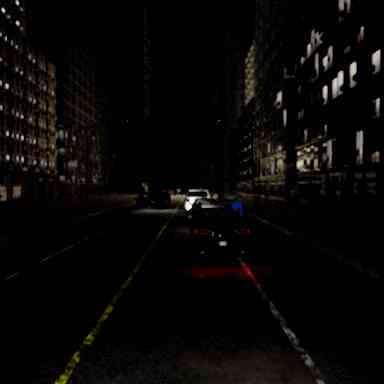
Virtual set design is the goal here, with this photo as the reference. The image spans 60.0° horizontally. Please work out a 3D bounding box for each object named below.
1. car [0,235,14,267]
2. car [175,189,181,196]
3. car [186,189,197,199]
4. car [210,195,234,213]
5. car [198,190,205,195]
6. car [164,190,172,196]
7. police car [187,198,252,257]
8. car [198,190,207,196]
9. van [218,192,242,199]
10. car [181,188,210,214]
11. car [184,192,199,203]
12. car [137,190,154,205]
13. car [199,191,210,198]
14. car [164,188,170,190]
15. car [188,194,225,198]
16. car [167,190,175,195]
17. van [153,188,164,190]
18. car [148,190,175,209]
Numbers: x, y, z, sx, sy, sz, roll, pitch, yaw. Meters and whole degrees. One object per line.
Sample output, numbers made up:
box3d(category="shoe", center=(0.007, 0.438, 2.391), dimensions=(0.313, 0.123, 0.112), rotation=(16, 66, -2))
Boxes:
box3d(category="car", center=(-5.704, 1.407, 7.063), dimensions=(1.752, 1.417, 4.829), rotation=(0, 1, 0))
box3d(category="car", center=(-3.138, 0.127, 77.211), dimensions=(2.128, 1.511, 4.902), rotation=(0, 1, 0))
box3d(category="car", center=(-0.113, 0.305, 63.295), dimensions=(2.097, 1.767, 4.553), rotation=(0, 1, 0))
box3d(category="car", center=(2.635, 1.024, 30.084), dimensions=(1.752, 1.417, 4.829), rotation=(0, 1, 0))
box3d(category="car", center=(2.524, 0.021, 92.255), dimensions=(1.887, 1.381, 4.507), rotation=(0, 1, 0))
box3d(category="car", center=(-5.836, 0.194, 80.736), dimensions=(1.752, 1.417, 4.829), rotation=(0, 1, 0))
box3d(category="police car", center=(0.879, 1.221, 12.088), dimensions=(1.930, 1.638, 5.238), rotation=(0, 1, 0))
box3d(category="car", center=(2.544, 0.207, 80.920), dimensions=(1.887, 1.381, 4.507), rotation=(0, 1, 0))
box3d(category="van", center=(2.645, 0.936, 24.245), dimensions=(1.690, 1.788, 3.998), rotation=(0, 1, 0))
box3d(category="car", center=(0.610, 0.755, 28.081), dimensions=(2.150, 2.045, 5.566), rotation=(0, 1, 4))
box3d(category="car", center=(-0.084, 0.759, 48.554), dimensions=(1.994, 1.385, 4.181), rotation=(0, 1, 0))
box3d(category="car", center=(-5.765, 0.846, 41.065), dimensions=(1.752, 1.417, 4.829), rotation=(0, 1, 0))
box3d(category="car", center=(2.565, 0.399, 69.586), dimensions=(2.008, 1.369, 4.403), rotation=(0, 1, 0))
box3d(category="car", center=(-5.806, 0.496, 63.905), dimensions=(2.008, 1.369, 4.403), rotation=(0, 1, 0))
box3d(category="car", center=(0.861, 1.111, 21.977), dimensions=(1.882, 1.535, 5.008), rotation=(0, 1, 0))
box3d(category="car", center=(-5.857, 0.024, 92.241), dimensions=(1.887, 1.381, 4.507), rotation=(0, 1, 0))
box3d(category="van", center=(-5.786, 0.472, 52.567), dimensions=(1.690, 1.788, 3.998), rotation=(0, 1, 0))
box3d(category="car", center=(-3.158, 0.895, 35.096), dimensions=(1.882, 1.535, 5.008), rotation=(0, 1, 0))
